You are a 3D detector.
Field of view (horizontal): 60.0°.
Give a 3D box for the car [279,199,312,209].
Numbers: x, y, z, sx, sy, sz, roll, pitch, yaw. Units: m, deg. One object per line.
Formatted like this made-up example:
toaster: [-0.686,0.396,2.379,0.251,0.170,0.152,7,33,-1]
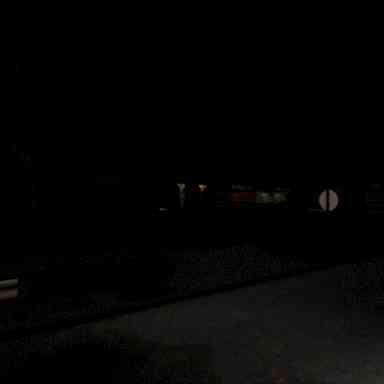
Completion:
car: [13.416,1.523,43.460,1.994,1.385,4.181,0,0,-35]
